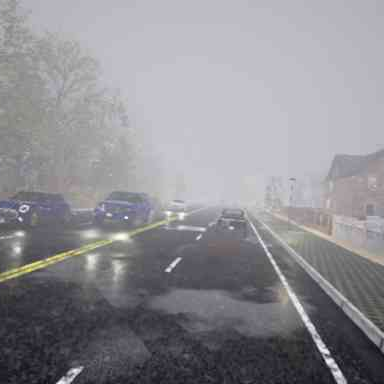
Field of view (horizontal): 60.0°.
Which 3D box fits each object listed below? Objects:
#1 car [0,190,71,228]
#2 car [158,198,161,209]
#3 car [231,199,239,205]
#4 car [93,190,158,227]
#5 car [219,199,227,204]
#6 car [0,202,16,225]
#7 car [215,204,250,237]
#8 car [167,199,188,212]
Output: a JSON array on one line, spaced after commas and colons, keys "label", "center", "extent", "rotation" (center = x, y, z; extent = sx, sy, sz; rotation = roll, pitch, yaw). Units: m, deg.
[{"label": "car", "center": [-7.911, 0.705, 16.588], "extent": [2.097, 1.767, 4.553], "rotation": [5, -1, 8]}, {"label": "car", "center": [-4.904, 1.210, 38.861], "extent": [2.128, 1.511, 4.902], "rotation": [5, 0, 8]}, {"label": "car", "center": [11.622, 2.922, 89.751], "extent": [1.882, 1.535, 5.008], "rotation": [5, 0, 8]}, {"label": "car", "center": [-4.090, 0.930, 20.702], "extent": [2.150, 2.045, 5.566], "rotation": [5, -1, 8]}, {"label": "car", "center": [8.459, 2.647, 90.524], "extent": [1.837, 1.490, 4.892], "rotation": [5, 0, 8]}, {"label": "car", "center": [-5.996, 0.983, 6.457], "extent": [1.837, 1.490, 4.892], "rotation": [5, 0, 8]}, {"label": "car", "center": [2.491, 1.784, 20.518], "extent": [2.128, 1.511, 4.902], "rotation": [5, 0, 8]}, {"label": "car", "center": [-1.567, 1.542, 39.359], "extent": [1.812, 1.442, 4.674], "rotation": [5, 0, 8]}]
